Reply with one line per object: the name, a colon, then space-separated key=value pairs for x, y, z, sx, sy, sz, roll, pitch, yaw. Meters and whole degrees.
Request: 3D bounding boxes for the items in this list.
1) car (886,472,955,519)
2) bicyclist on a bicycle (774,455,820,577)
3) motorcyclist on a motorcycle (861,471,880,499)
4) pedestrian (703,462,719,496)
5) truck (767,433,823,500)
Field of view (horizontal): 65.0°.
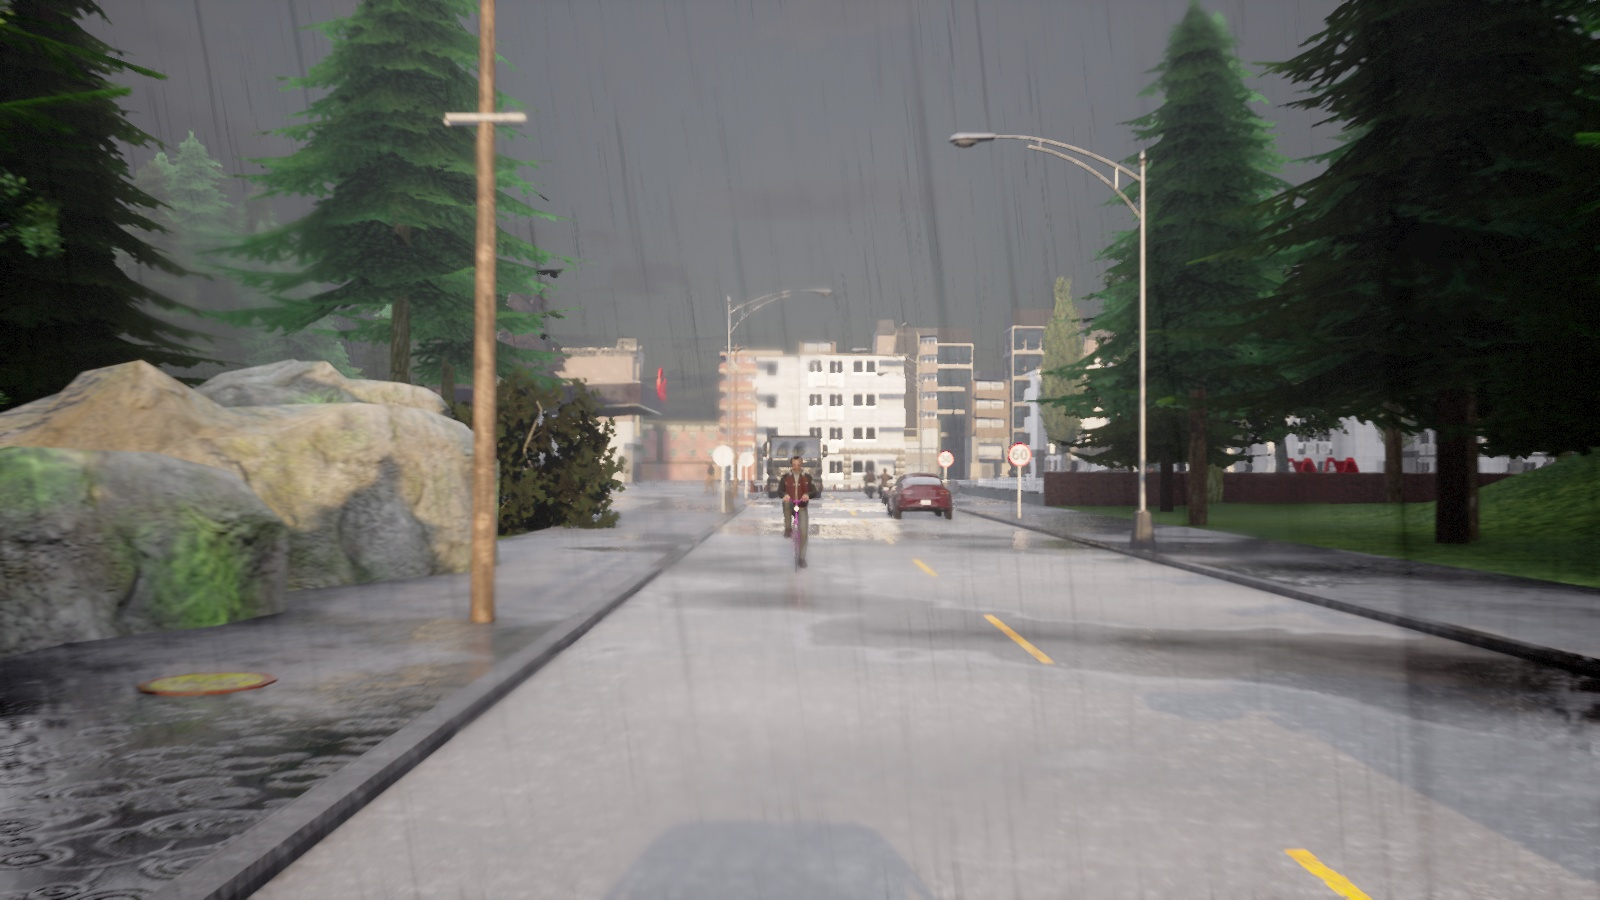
car: x=3.888 y=1.458 z=41.309 sx=1.812 sy=1.442 sz=4.674 roll=0 pitch=-1 yaw=0
bicyclist on a bicycle: x=-0.047 y=0.980 z=19.294 sx=0.659 sy=1.776 sz=1.843 roll=0 pitch=-1 yaw=0
motorcyclist on a motorcycle: x=3.788 y=1.875 z=67.728 sx=0.866 sy=1.530 sz=2.191 roll=0 pitch=-1 yaw=0
pedestrian: x=-4.896 y=1.602 z=68.889 sx=0.540 sy=1.848 sz=0.694 roll=1 pitch=-1 yaw=-41
truck: x=-0.275 y=0.895 z=69.089 sx=2.891 sy=3.462 sz=7.936 roll=0 pitch=-1 yaw=0
